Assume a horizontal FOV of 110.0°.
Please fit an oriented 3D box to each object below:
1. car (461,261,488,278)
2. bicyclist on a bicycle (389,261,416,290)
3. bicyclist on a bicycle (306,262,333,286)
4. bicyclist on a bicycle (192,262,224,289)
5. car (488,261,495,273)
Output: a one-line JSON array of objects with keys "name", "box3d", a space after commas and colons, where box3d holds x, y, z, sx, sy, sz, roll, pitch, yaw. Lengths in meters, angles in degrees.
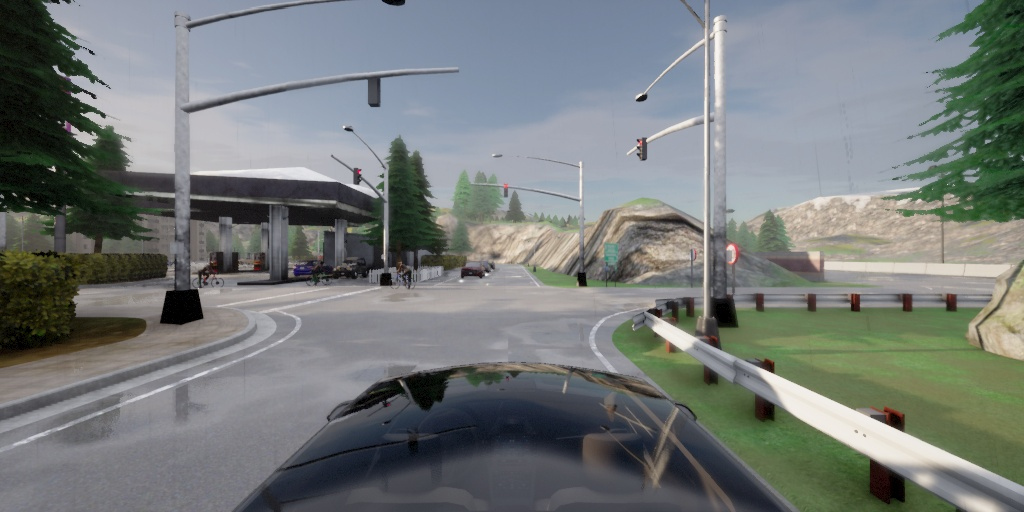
[{"name": "car", "box3d": [-3.566, 1.228, 33.445, 1.882, 1.535, 5.008, 0, 0, 0]}, {"name": "bicyclist on a bicycle", "box3d": [-6.283, 1.115, 20.565, 1.656, 1.620, 0.582, 0, -1, 12]}, {"name": "bicyclist on a bicycle", "box3d": [-13.076, 1.203, 24.352, 1.656, 1.620, 0.582, 0, 0, -40]}, {"name": "bicyclist on a bicycle", "box3d": [-18.532, 1.190, 21.888, 1.656, 1.620, 0.582, 0, -1, -15]}, {"name": "car", "box3d": [-3.552, 1.297, 43.308, 2.033, 1.411, 5.357, 0, 0, 0]}]
